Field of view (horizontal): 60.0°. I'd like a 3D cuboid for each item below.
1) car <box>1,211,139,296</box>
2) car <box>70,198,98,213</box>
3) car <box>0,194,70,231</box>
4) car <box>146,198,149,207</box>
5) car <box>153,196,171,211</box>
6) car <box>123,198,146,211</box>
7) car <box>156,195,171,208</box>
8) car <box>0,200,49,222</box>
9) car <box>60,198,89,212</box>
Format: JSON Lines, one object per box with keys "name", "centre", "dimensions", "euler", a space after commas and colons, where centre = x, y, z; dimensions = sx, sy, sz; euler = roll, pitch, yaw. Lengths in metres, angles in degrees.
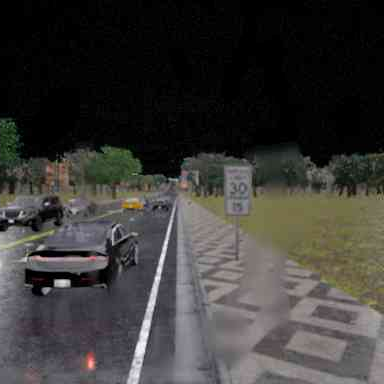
{"name": "car", "centre": [-2.523, 1.492, 8.630], "dimensions": [2.128, 1.511, 4.902], "euler": [0, 0, -2]}
{"name": "car", "centre": [-10.043, 1.457, 30.592], "dimensions": [2.128, 1.511, 4.902], "euler": [0, 0, -2]}
{"name": "car", "centre": [-9.617, 1.177, 20.221], "dimensions": [2.150, 2.045, 5.566], "euler": [0, 0, -3]}
{"name": "car", "centre": [-7.528, 1.561, 50.323], "dimensions": [2.033, 1.411, 5.357], "euler": [0, 0, -2]}
{"name": "car", "centre": [-3.837, 1.535, 41.346], "dimensions": [1.837, 1.490, 4.892], "euler": [0, -1, -2]}
{"name": "car", "centre": [-7.045, 1.481, 40.062], "dimensions": [1.882, 1.535, 5.008], "euler": [0, 0, -2]}
{"name": "car", "centre": [-4.290, 1.394, 51.225], "dimensions": [2.097, 1.767, 4.553], "euler": [0, 0, -2]}
{"name": "car", "centre": [-13.123, 1.460, 26.346], "dimensions": [1.812, 1.442, 4.674], "euler": [0, 0, -2]}
{"name": "car", "centre": [-13.600, 1.472, 38.743], "dimensions": [1.812, 1.442, 4.674], "euler": [0, 0, -2]}
